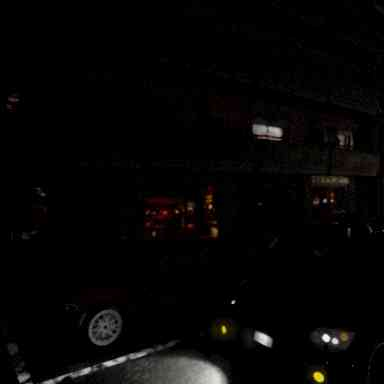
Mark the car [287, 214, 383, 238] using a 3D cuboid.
[{"bbox_3d":[3.987,1.387,9.409,4.097,1.590,1.967,0,0,-35],"label":"car"}]

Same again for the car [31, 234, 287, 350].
[{"bbox_3d":[-0.513,1.525,6.200,4.507,1.381,1.887,0,0,-35],"label":"car"}]

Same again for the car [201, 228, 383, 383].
[{"bbox_3d":[2.447,1.534,5.086,4.181,1.385,1.994,0,0,-36],"label":"car"}]
